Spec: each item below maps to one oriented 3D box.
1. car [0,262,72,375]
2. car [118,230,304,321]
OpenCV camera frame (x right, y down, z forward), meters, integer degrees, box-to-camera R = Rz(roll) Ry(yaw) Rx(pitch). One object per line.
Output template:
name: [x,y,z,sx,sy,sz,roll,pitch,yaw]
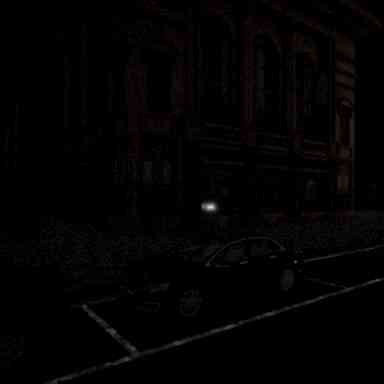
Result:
car: [-3.845,1.544,4.009,4.507,1.381,1.887,0,1,-36]
car: [0.598,1.550,7.181,4.403,1.369,2.008,0,1,-36]
